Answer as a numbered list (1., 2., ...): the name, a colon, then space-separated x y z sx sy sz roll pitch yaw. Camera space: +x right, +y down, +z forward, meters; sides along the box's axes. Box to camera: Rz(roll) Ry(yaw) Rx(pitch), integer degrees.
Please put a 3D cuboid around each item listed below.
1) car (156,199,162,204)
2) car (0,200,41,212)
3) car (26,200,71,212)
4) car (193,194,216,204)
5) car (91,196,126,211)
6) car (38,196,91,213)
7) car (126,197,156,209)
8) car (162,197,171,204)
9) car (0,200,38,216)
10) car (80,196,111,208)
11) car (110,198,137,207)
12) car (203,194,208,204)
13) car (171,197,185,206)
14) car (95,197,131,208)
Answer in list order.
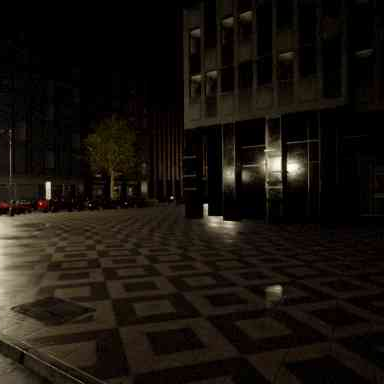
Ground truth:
1. car: -7.971 1.546 58.435 1.752 1.417 4.829 -1 0 35
2. car: -20.725 1.644 40.038 1.947 1.339 4.313 -1 0 35
3. car: -17.233 1.640 40.246 1.895 1.301 4.718 -1 0 35
4. car: 2.424 1.285 62.996 2.097 1.767 4.553 -1 0 35
5. car: -10.509 1.526 39.812 1.947 1.339 4.313 -1 0 35
6. car: -13.724 1.291 35.179 2.192 1.841 5.009 -1 0 35
7. car: -7.297 1.510 44.445 1.947 1.339 4.313 -1 0 35
8. car: -4.660 1.576 63.211 1.947 1.339 4.313 -1 0 35
9. car: -16.934 1.577 30.544 1.802 1.307 4.206 -1 0 35
10. car: -14.301 1.486 49.306 1.967 1.590 4.097 -1 0 35
11. car: -11.086 1.614 53.941 1.802 1.307 4.206 -1 0 35
12. car: 2.339 1.224 58.349 2.192 1.841 5.009 -1 0 35
13. car: -0.872 1.464 53.714 1.887 1.381 4.507 -1 0 35
14. car: -11.480 1.502 48.519 2.128 1.511 4.902 -1 0 35
